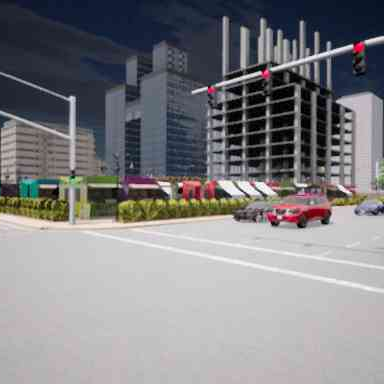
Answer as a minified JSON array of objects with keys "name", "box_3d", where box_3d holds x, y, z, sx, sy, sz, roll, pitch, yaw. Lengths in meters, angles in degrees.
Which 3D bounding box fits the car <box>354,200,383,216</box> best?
[{"name":"car","box_3d":[17.099,1.495,31.715,4.674,1.442,1.812,0,0,-45]}]

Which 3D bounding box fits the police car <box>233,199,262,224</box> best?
[{"name":"police car","box_3d":[4.997,1.371,24.508,5.238,1.638,1.930,0,0,-45]}]

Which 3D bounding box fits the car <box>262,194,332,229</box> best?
[{"name":"car","box_3d":[7.228,1.183,21.932,5.566,2.045,2.150,0,0,-45]}]
